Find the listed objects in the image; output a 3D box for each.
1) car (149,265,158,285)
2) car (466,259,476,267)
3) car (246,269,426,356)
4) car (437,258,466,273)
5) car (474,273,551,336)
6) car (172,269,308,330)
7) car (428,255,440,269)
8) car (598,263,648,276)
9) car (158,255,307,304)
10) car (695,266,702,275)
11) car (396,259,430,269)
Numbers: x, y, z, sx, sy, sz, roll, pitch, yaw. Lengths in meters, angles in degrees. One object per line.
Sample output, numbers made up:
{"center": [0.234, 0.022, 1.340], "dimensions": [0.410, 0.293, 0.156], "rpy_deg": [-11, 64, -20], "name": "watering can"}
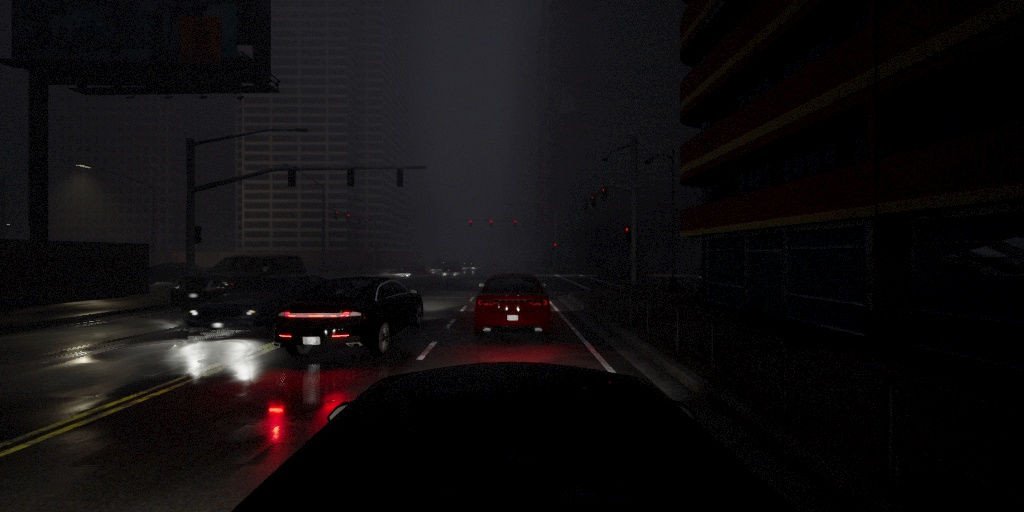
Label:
{"center": [-23.942, 1.228, 25.988], "dimensions": [5.008, 1.535, 1.882], "rpy_deg": [0, 0, 0], "name": "car"}
{"center": [-7.528, 1.256, 63.928], "dimensions": [1.837, 1.490, 4.892], "rpy_deg": [0, 0, 0], "name": "car"}
{"center": [-3.477, 1.242, 8.592], "dimensions": [2.128, 1.511, 4.902], "rpy_deg": [0, 0, -1], "name": "car"}
{"center": [-7.419, 1.298, 44.509], "dimensions": [2.033, 1.411, 5.357], "rpy_deg": [0, 0, 0], "name": "car"}
{"center": [0.011, 1.228, 10.481], "dimensions": [1.882, 1.535, 5.008], "rpy_deg": [0, 0, 0], "name": "car"}
{"center": [-7.169, 1.297, 11.371], "dimensions": [2.033, 1.411, 5.357], "rpy_deg": [0, 0, 0], "name": "car"}
{"center": [-10.989, 1.102, 55.035], "dimensions": [2.097, 1.767, 4.553], "rpy_deg": [0, 0, 0], "name": "car"}
{"center": [11.322, 1.351, 36.790], "dimensions": [4.718, 1.301, 1.895], "rpy_deg": [0, 0, 2], "name": "car"}
{"center": [-10.695, 0.971, 14.771], "dimensions": [2.150, 2.045, 5.566], "rpy_deg": [0, 0, 0], "name": "car"}
{"center": [21.448, 1.228, 36.741], "dimensions": [5.008, 1.535, 1.882], "rpy_deg": [0, 0, 0], "name": "car"}
{"center": [-11.789, 1.314, 41.955], "dimensions": [1.994, 1.385, 4.181], "rpy_deg": [0, 0, 14], "name": "car"}
